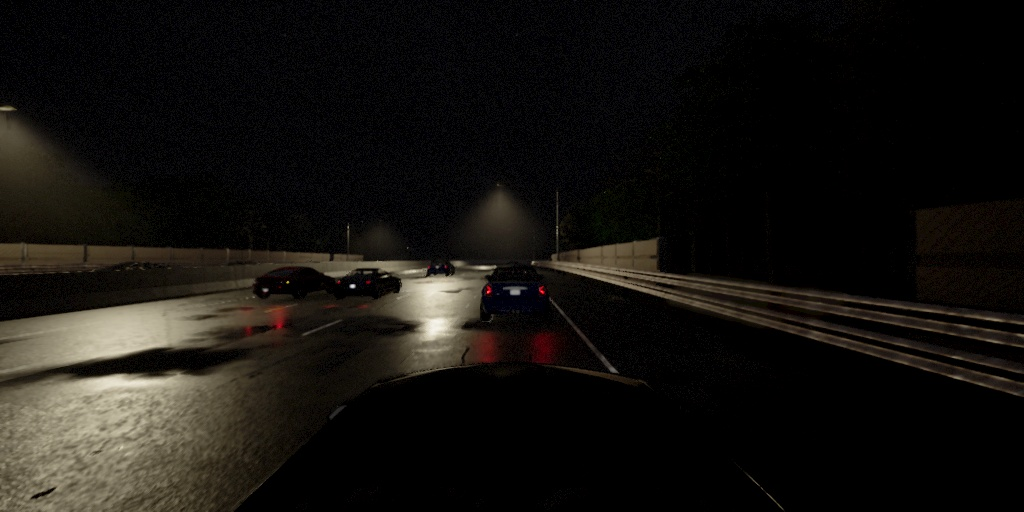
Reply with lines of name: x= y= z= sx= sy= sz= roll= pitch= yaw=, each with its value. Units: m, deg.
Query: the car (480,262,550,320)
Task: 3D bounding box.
car: x=0.092 y=1.075 z=12.612 sx=2.097 sy=1.767 sz=4.553 roll=0 pitch=0 yaw=0

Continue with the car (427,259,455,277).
car: x=-6.928 y=1.096 z=35.417 sx=2.097 sy=1.767 sz=4.553 roll=0 pitch=0 yaw=0

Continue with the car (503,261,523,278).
car: x=0.087 y=1.258 z=33.789 sx=1.812 sy=1.442 sz=4.674 roll=0 pitch=0 yaw=0

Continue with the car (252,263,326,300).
car: x=-10.400 y=1.242 z=17.444 sx=1.812 sy=1.442 sz=4.674 roll=0 pitch=0 yaw=0

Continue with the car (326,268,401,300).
car: x=-6.912 y=1.278 z=17.547 sx=1.994 sy=1.385 sz=4.181 roll=0 pitch=0 yaw=0

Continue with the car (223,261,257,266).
car: x=-28.114 y=1.268 z=36.909 sx=1.837 sy=1.490 sz=4.892 roll=0 pitch=0 yaw=0

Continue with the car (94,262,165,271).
car: x=-31.616 y=1.237 z=29.759 sx=1.837 sy=1.490 sz=4.892 roll=0 pitch=0 yaw=0

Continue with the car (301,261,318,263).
car: x=-21.117 y=1.287 z=37.129 sx=1.812 sy=1.442 sz=4.674 roll=0 pitch=0 yaw=0
